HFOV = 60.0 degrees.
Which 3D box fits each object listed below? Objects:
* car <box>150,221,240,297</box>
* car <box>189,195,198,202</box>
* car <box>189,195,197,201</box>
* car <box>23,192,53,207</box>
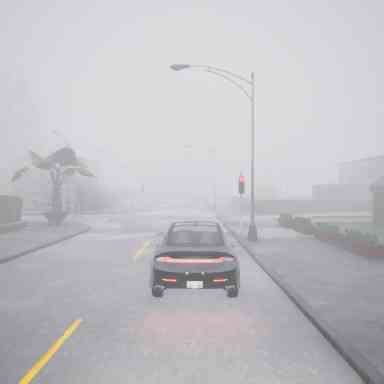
[{"bbox_3d":[0.084,1.492,8.544,2.128,1.511,4.902,0,0,1],"label":"car"},{"bbox_3d":[0.290,1.465,74.479,1.882,1.535,5.008,0,0,0],"label":"car"},{"bbox_3d":[0.331,1.541,84.715,1.994,1.385,4.181,0,0,0],"label":"car"},{"bbox_3d":[-19.593,0.986,43.003,1.905,1.878,3.866,0,0,35],"label":"car"}]
